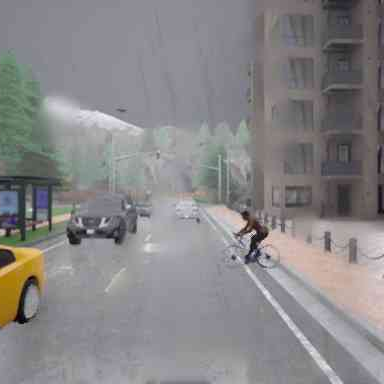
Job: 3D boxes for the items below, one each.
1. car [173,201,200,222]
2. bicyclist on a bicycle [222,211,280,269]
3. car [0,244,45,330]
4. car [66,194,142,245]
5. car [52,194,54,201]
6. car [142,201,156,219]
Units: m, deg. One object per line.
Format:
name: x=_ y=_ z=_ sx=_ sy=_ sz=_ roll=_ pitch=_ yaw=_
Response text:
car: x=-0.414 y=1.395 z=24.546 sx=1.812 sy=1.442 sz=4.674 roll=0 pitch=0 yaw=-1
bicyclist on a bicycle: x=1.649 y=1.353 z=9.292 sx=1.656 sy=1.620 sz=0.582 roll=0 pitch=0 yaw=-1
car: x=-3.665 y=1.455 z=4.264 sx=1.882 sy=1.535 sz=5.008 roll=0 pitch=0 yaw=-1
car: x=-3.904 y=1.140 z=15.450 sx=2.150 sy=2.045 sz=5.566 roll=0 pitch=0 yaw=-1
car: x=-26.311 y=0.850 z=59.277 sx=1.932 sy=1.855 sz=4.605 roll=0 pitch=0 yaw=-3
car: x=-4.132 y=1.456 z=27.291 sx=1.895 sy=1.301 sz=4.718 roll=0 pitch=0 yaw=-1
